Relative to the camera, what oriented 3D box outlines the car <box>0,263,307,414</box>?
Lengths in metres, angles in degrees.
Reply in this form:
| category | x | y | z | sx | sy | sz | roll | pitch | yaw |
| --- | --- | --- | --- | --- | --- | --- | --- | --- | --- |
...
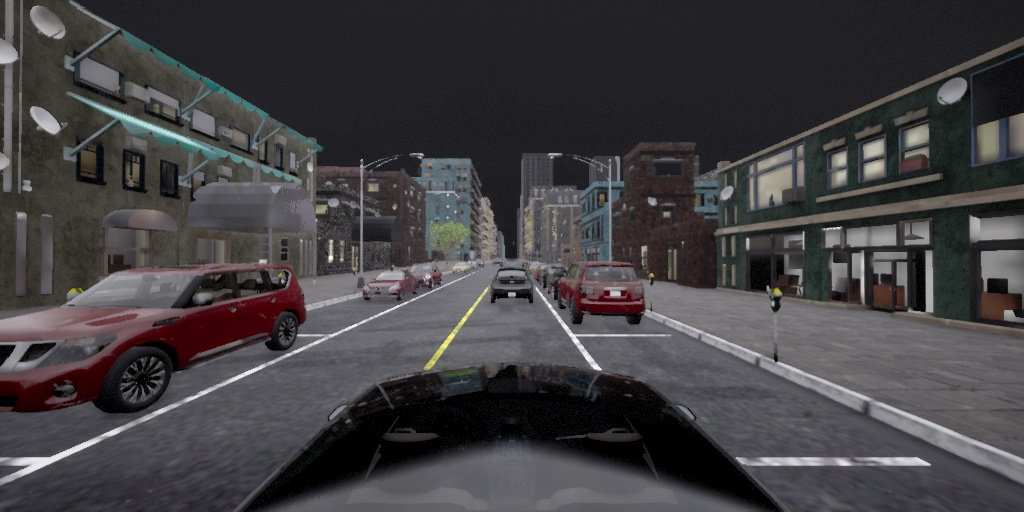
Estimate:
| category | x | y | z | sx | sy | sz | roll | pitch | yaw |
| --- | --- | --- | --- | --- | --- | --- | --- | --- | --- |
| car | -5.690 | 1.062 | 6.220 | 2.192 | 1.841 | 5.009 | 0 | 0 | 0 |

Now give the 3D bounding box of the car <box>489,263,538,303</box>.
| category | x | y | z | sx | sy | sz | roll | pitch | yaw |
| --- | --- | --- | --- | --- | --- | --- | --- | --- | --- |
| car | 0.000 | 1.269 | 16.501 | 1.837 | 1.490 | 4.892 | 0 | 0 | 0 |

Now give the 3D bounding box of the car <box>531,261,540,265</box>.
| category | x | y | z | sx | sy | sz | roll | pitch | yaw |
| --- | --- | --- | --- | --- | --- | --- | --- | --- | --- |
| car | 2.698 | 1.301 | 28.044 | 1.888 | 1.381 | 4.507 | 0 | 0 | 0 |

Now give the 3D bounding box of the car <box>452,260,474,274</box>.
| category | x | y | z | sx | sy | sz | roll | pitch | yaw |
| --- | --- | --- | --- | --- | --- | --- | --- | --- | --- |
| car | -5.759 | 1.288 | 40.893 | 1.751 | 1.417 | 4.829 | 0 | 0 | 0 |

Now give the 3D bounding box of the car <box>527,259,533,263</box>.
| category | x | y | z | sx | sy | sz | roll | pitch | yaw |
| --- | --- | --- | --- | --- | --- | --- | --- | --- | --- |
| car | 2.752 | 1.287 | 39.280 | 1.751 | 1.417 | 4.829 | 0 | 0 | 0 |

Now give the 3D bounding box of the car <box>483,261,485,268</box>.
| category | x | y | z | sx | sy | sz | roll | pitch | yaw |
| --- | --- | --- | --- | --- | --- | --- | --- | --- | --- |
| car | -5.819 | 1.218 | 62.947 | 1.967 | 1.591 | 4.097 | 0 | 0 | 0 |

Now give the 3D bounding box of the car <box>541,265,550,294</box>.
| category | x | y | z | sx | sy | sz | roll | pitch | yaw |
| --- | --- | --- | --- | --- | --- | --- | --- | --- | --- |
| car | 2.691 | 1.318 | 17.284 | 1.948 | 1.339 | 4.313 | 0 | 0 | 0 |

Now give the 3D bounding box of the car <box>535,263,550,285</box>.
| category | x | y | z | sx | sy | sz | roll | pitch | yaw |
| --- | --- | --- | --- | --- | --- | --- | --- | --- | --- |
| car | 2.691 | 1.320 | 22.817 | 1.948 | 1.339 | 4.313 | 0 | 0 | 0 |

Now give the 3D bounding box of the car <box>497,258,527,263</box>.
| category | x | y | z | sx | sy | sz | roll | pitch | yaw |
| --- | --- | --- | --- | --- | --- | --- | --- | --- | --- |
| car | 0.000 | 1.125 | 31.471 | 2.097 | 1.767 | 4.553 | 0 | 0 | 0 |

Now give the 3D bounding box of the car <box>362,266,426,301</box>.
| category | x | y | z | sx | sy | sz | roll | pitch | yaw |
| --- | --- | --- | --- | --- | --- | --- | --- | --- | --- |
| car | -5.690 | 1.334 | 17.285 | 1.802 | 1.307 | 4.207 | 0 | 0 | 0 |

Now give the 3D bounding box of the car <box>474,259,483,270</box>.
| category | x | y | z | sx | sy | sz | roll | pitch | yaw |
| --- | --- | --- | --- | --- | --- | --- | --- | --- | --- |
| car | -5.812 | 1.320 | 52.128 | 2.007 | 1.370 | 4.403 | 0 | 0 | 0 |

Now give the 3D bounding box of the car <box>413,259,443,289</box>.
| category | x | y | z | sx | sy | sz | roll | pitch | yaw |
| --- | --- | --- | --- | --- | --- | --- | --- | --- | --- |
| car | -5.689 | 1.194 | 22.819 | 1.967 | 1.591 | 4.097 | 0 | 0 | 0 |

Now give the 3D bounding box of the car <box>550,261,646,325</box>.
| category | x | y | z | sx | sy | sz | roll | pitch | yaw |
| --- | --- | --- | --- | --- | --- | --- | --- | --- | --- |
| car | 2.691 | 1.064 | 11.751 | 2.192 | 1.841 | 5.009 | 0 | 0 | 0 |
